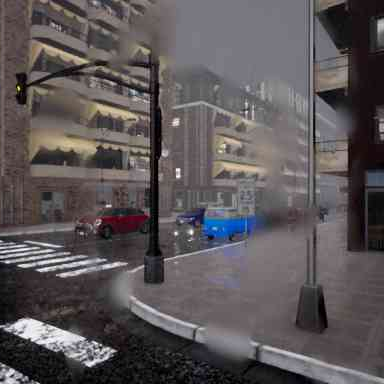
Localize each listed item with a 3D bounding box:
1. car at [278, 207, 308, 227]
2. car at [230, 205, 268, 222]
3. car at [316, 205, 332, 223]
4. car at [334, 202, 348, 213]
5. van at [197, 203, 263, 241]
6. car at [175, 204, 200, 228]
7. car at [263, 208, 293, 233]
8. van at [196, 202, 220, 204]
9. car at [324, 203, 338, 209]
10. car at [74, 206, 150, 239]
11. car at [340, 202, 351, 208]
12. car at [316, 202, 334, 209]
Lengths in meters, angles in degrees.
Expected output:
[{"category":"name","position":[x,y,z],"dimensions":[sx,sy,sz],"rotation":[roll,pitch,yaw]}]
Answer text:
[{"category":"car","position":[8.541,2.159,27.890],"dimensions":[1.802,1.307,4.206],"rotation":[-1,-2,35]},{"category":"car","position":[5.943,2.143,34.133],"dimensions":[1.837,1.490,4.892],"rotation":[0,-1,36]},{"category":"car","position":[11.753,2.235,32.404],"dimensions":[2.008,1.369,4.403],"rotation":[-1,-2,35]},{"category":"car","position":[25.963,2.725,56.761],"dimensions":[1.837,1.490,4.892],"rotation":[0,-1,36]},{"category":"van","position":[2.255,1.705,18.771],"dimensions":[1.690,1.788,3.998],"rotation":[-1,-2,35]},{"category":"car","position":[0.618,1.987,26.657],"dimensions":[1.812,1.442,4.674],"rotation":[0,-1,36]},{"category":"car","position":[5.330,2.036,23.377],"dimensions":[1.947,1.339,4.313],"rotation":[-1,-2,35]},{"category":"van","position":[1.709,1.906,32.693],"dimensions":[1.690,1.788,3.998],"rotation":[-1,-2,35]},{"category":"car","position":[30.615,3.067,73.307],"dimensions":[1.887,1.381,4.507],"rotation":[-1,-2,35]},{"category":"car","position":[-4.523,1.642,19.395],"dimensions":[2.097,1.767,4.553],"rotation":[0,-1,35]},{"category":"car","position":[40.154,3.379,86.711],"dimensions":[1.752,1.417,4.829],"rotation":[-1,-2,35]},{"category":"car","position":[16.653,2.400,43.667],"dimensions":[2.128,1.511,4.902],"rotation":[0,-1,35]}]
